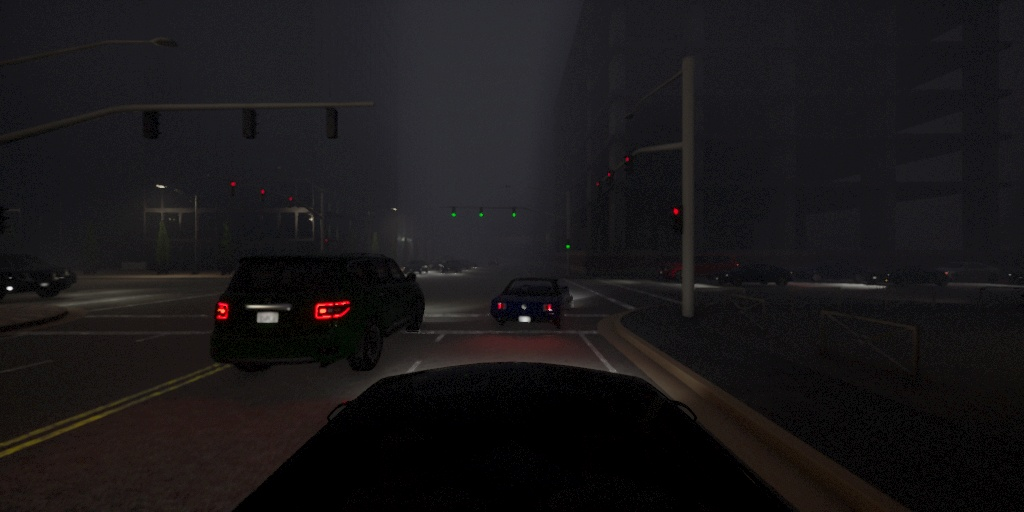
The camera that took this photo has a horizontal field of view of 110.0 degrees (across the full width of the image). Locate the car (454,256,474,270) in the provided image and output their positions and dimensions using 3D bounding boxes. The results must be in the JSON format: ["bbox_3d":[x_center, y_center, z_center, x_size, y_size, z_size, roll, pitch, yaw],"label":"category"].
[{"bbox_3d":[-7.098,1.154,52.063,1.882,1.535,5.008,0,0,0],"label":"car"}]

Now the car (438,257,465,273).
[{"bbox_3d":[-7.109,1.194,42.606,1.837,1.490,4.892,0,0,0],"label":"car"}]

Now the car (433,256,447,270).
[{"bbox_3d":[-10.603,1.171,49.326,2.128,1.511,4.902,0,0,0],"label":"car"}]

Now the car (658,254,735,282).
[{"bbox_3d":[13.928,0.880,26.835,5.566,2.045,2.150,0,0,0],"label":"car"}]

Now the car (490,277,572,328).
[{"bbox_3d":[0.818,1.321,11.437,1.895,1.301,4.718,0,1,13],"label":"car"}]

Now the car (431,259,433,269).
[{"bbox_3d":[-10.610,1.199,39.983,1.837,1.490,4.892,0,0,0],"label":"car"}]

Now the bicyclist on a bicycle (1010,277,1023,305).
[{"bbox_3d":[18.328,0.982,12.366,0.582,1.620,1.656,0,0,0],"label":"bicyclist on a bicycle"}]

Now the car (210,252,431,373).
[{"bbox_3d":[-3.472,0.960,7.702,2.150,2.045,5.566,0,0,-1],"label":"car"}]

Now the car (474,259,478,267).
[{"bbox_3d":[-7.042,1.187,62.258,1.812,1.442,4.674,0,0,1],"label":"car"}]

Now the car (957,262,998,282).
[{"bbox_3d":[33.652,1.183,26.896,4.674,1.442,1.812,0,0,0],"label":"car"}]

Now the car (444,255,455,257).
[{"bbox_3d":[-10.560,0.886,59.782,2.150,2.045,5.566,0,0,1],"label":"car"}]

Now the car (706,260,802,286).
[{"bbox_3d":[15.646,1.188,23.319,4.674,1.442,1.812,0,0,0],"label":"car"}]

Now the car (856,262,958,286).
[{"bbox_3d":[25.610,1.226,23.376,4.181,1.385,1.994,0,0,0],"label":"car"}]

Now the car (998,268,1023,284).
[{"bbox_3d":[35.604,1.167,23.399,4.892,1.490,1.837,0,0,0],"label":"car"}]

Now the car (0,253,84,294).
[{"bbox_3d":[-26.926,0.891,19.176,5.566,2.045,2.150,0,0,1],"label":"car"}]

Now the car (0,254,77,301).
[{"bbox_3d":[-23.220,0.896,15.689,5.566,2.045,2.150,0,0,0],"label":"car"}]

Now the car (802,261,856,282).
[{"bbox_3d":[23.657,1.135,26.867,5.008,1.535,1.882,0,0,0],"label":"car"}]
